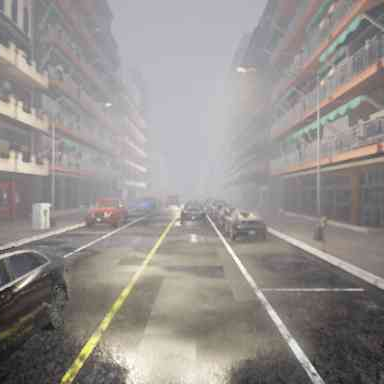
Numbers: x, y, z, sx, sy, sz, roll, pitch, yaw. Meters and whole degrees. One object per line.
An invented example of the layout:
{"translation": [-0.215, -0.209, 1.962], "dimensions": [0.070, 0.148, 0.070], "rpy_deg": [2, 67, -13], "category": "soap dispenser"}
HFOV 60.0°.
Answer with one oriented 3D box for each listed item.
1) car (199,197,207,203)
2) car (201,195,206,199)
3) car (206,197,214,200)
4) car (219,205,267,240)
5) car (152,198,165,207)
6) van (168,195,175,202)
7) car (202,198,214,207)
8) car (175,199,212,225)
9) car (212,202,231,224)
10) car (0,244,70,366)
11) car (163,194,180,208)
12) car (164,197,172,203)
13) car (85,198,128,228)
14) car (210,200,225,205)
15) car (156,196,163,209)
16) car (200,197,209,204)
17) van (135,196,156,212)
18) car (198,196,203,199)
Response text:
{"translation": [2.706, 1.851, 79.575], "dimensions": [1.752, 1.417, 4.829], "rpy_deg": [0, 0, 0], "category": "car"}
{"translation": [2.701, 1.616, 51.095], "dimensions": [1.967, 1.590, 4.097], "rpy_deg": [0, 0, 0], "category": "car"}
{"translation": [2.698, 1.543, 34.112], "dimensions": [1.967, 1.590, 4.097], "rpy_deg": [0, 0, 0], "category": "car"}
{"translation": [2.695, 1.602, 17.127], "dimensions": [2.008, 1.369, 4.403], "rpy_deg": [0, 0, 0], "category": "car"}
{"translation": [-5.678, 1.750, 56.782], "dimensions": [1.887, 1.381, 4.507], "rpy_deg": [0, 0, 0], "category": "car"}
{"translation": [-5.673, 1.737, 90.755], "dimensions": [1.690, 1.788, 3.998], "rpy_deg": [0, 0, 0], "category": "van"}
{"translation": [2.702, 1.731, 56.927], "dimensions": [1.752, 1.417, 4.829], "rpy_deg": [0, 0, 0], "category": "car"}
{"translation": [0.107, 1.566, 24.976], "dimensions": [2.128, 1.511, 4.902], "rpy_deg": [0, 0, 0], "category": "car"}
{"translation": [2.696, 1.619, 22.789], "dimensions": [2.008, 1.369, 4.403], "rpy_deg": [0, 0, 0], "category": "car"}
{"translation": [-3.099, 1.504, 4.088], "dimensions": [2.128, 1.511, 4.902], "rpy_deg": [0, 0, 0], "category": "car"}
{"translation": [-2.989, 1.389, 52.310], "dimensions": [2.150, 2.045, 5.566], "rpy_deg": [0, 0, 0], "category": "car"}
{"translation": [-5.674, 1.849, 79.260], "dimensions": [1.752, 1.417, 4.829], "rpy_deg": [0, 0, 0], "category": "car"}
{"translation": [-5.685, 1.383, 22.813], "dimensions": [2.192, 1.841, 5.009], "rpy_deg": [0, 0, 0], "category": "car"}
{"translation": [2.697, 1.629, 28.452], "dimensions": [1.887, 1.381, 4.507], "rpy_deg": [0, 0, 0], "category": "car"}
{"translation": [-5.681, 1.464, 45.459], "dimensions": [2.192, 1.841, 5.009], "rpy_deg": [0, 0, 0], "category": "car"}
{"translation": [2.705, 1.838, 73.747], "dimensions": [1.887, 1.381, 4.507], "rpy_deg": [0, 0, 0], "category": "car"}
{"translation": [-5.681, 1.464, 39.799], "dimensions": [1.690, 1.788, 3.998], "rpy_deg": [0, 0, 0], "category": "van"}
{"translation": [0.111, 1.643, 45.929], "dimensions": [2.128, 1.511, 4.902], "rpy_deg": [0, 0, 0], "category": "car"}
